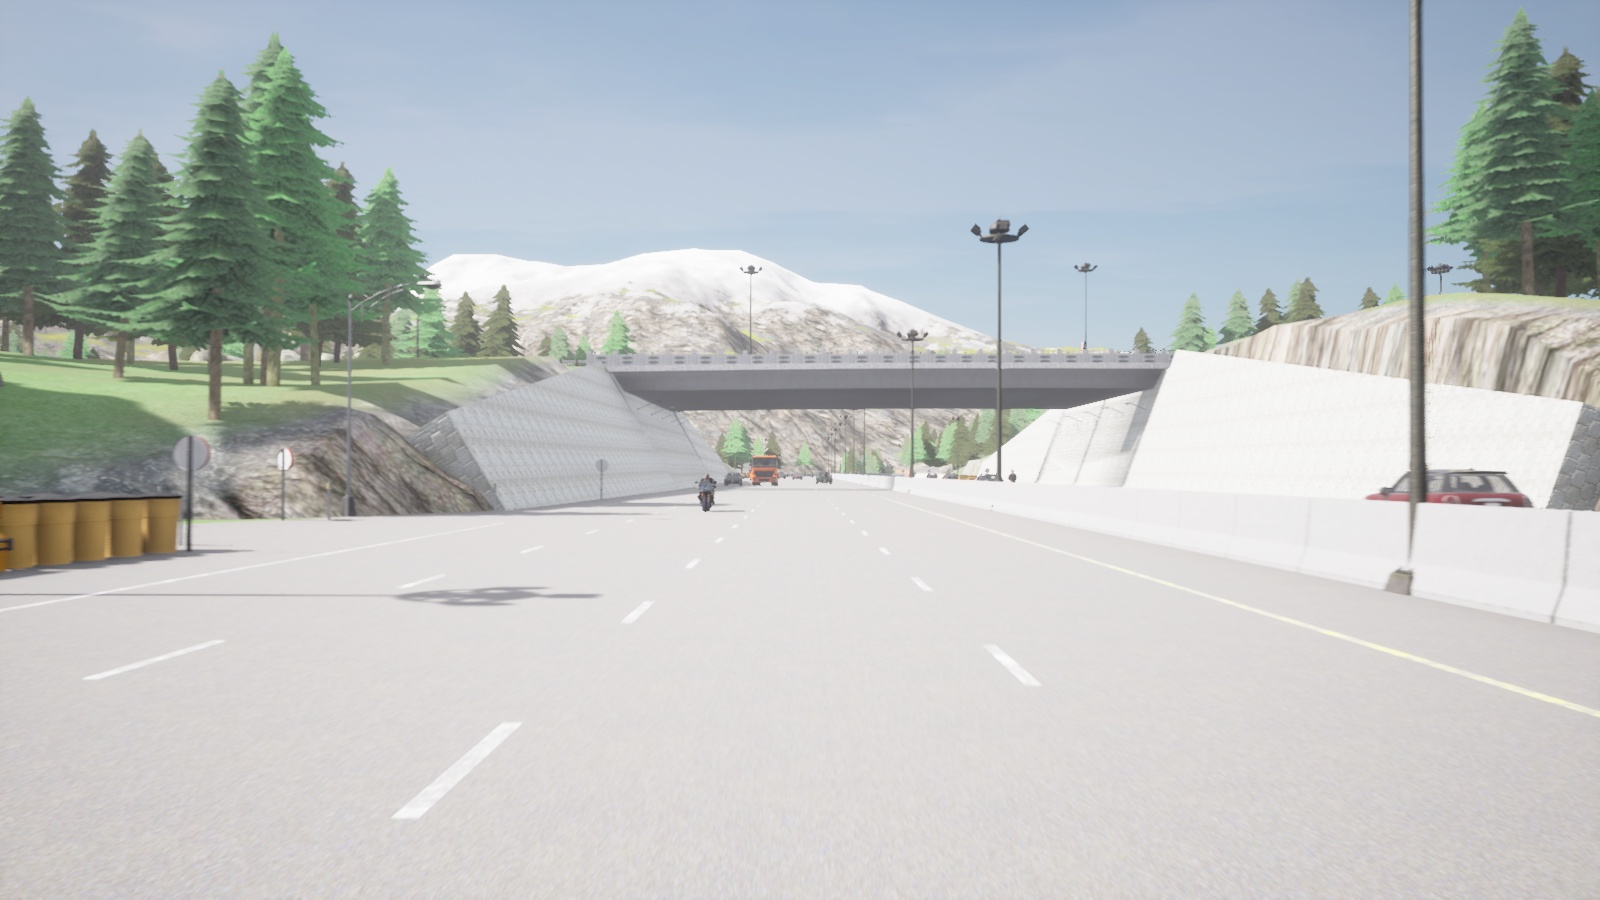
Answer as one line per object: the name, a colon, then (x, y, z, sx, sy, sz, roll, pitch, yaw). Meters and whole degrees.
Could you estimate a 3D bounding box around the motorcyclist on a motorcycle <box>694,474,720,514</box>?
motorcyclist on a motorcycle: (-3.620, 1.715, 49.212, 0.866, 1.530, 2.191, 0, -1, 0)

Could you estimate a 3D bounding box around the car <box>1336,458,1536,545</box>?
car: (13.931, 1.099, 27.862, 2.097, 1.767, 4.553, 0, -1, 0)
